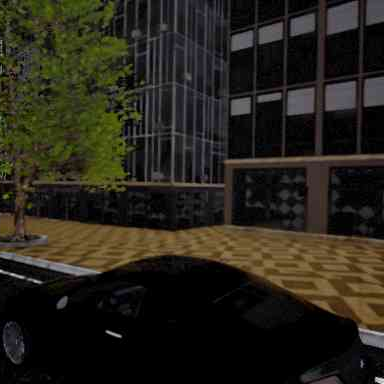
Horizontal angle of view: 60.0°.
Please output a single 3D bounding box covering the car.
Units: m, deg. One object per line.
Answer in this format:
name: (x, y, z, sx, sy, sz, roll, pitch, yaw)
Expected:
car: (-0.461, 1.524, 4.017, 4.674, 1.442, 1.812, 0, 0, 36)
